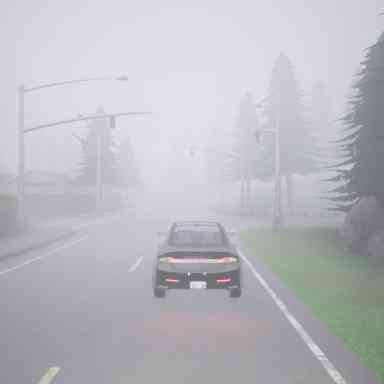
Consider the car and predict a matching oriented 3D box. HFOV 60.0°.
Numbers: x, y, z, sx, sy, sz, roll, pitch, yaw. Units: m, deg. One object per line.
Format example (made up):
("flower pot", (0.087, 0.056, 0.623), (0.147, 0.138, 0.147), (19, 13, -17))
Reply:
("car", (0.118, 1.491, 8.517), (2.128, 1.511, 4.902), (0, 0, 0))
